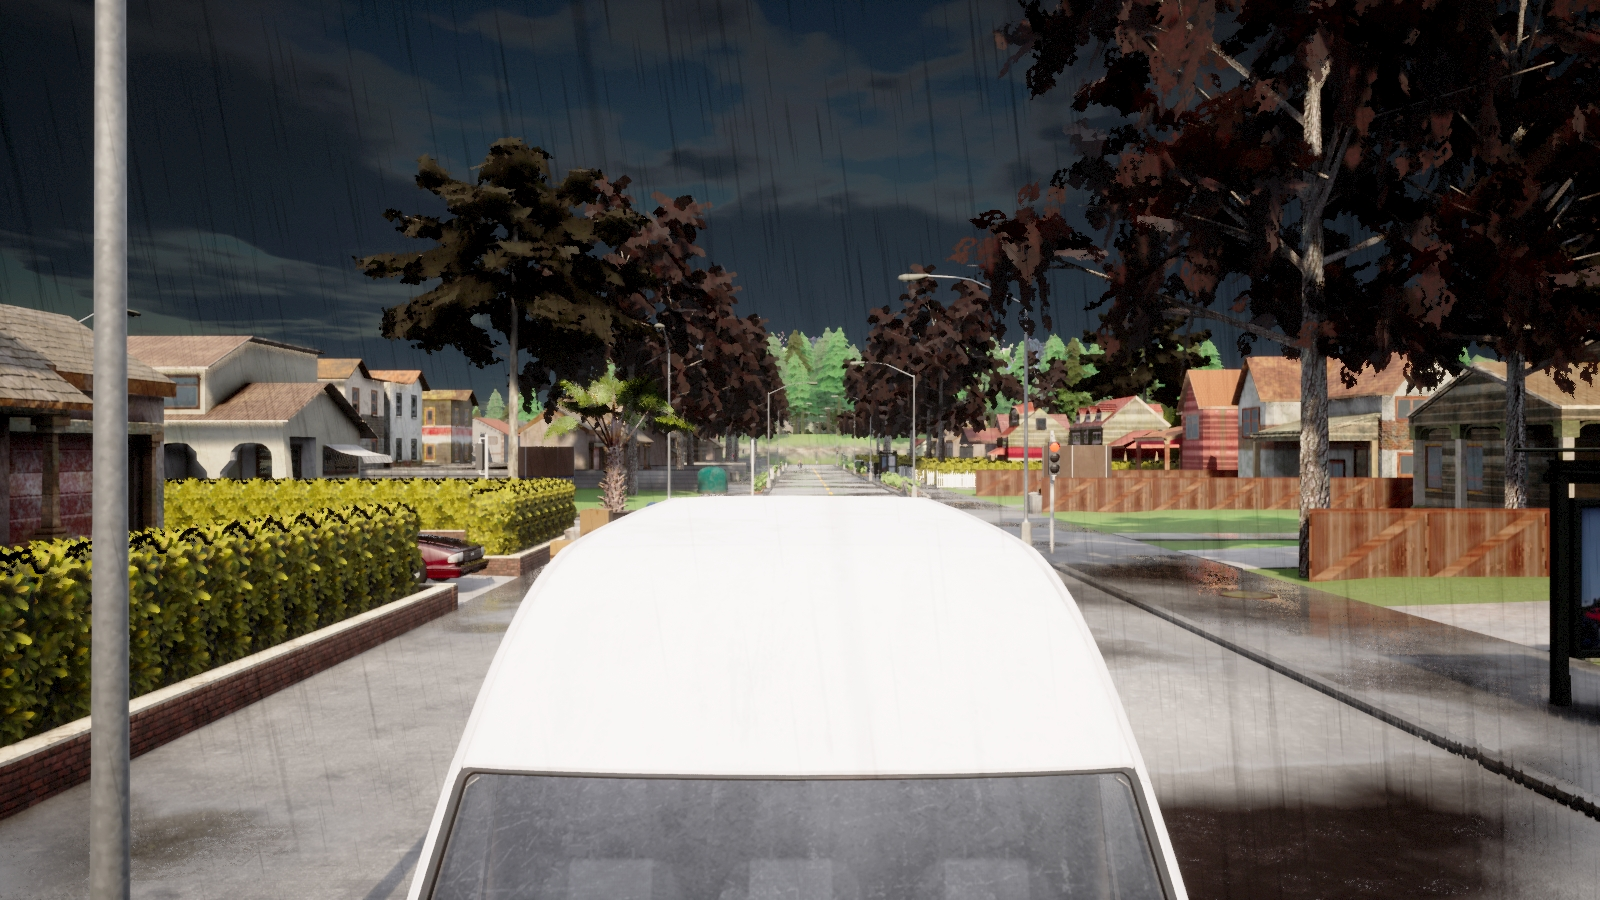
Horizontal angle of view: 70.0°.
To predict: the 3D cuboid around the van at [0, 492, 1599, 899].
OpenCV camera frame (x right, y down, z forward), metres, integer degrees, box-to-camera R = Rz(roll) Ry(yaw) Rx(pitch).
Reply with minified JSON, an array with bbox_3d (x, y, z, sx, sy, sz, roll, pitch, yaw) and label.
[{"bbox_3d":[0.002,1.537,4.030,1.988,2.561,5.915,0,0,0],"label":"van"}]
